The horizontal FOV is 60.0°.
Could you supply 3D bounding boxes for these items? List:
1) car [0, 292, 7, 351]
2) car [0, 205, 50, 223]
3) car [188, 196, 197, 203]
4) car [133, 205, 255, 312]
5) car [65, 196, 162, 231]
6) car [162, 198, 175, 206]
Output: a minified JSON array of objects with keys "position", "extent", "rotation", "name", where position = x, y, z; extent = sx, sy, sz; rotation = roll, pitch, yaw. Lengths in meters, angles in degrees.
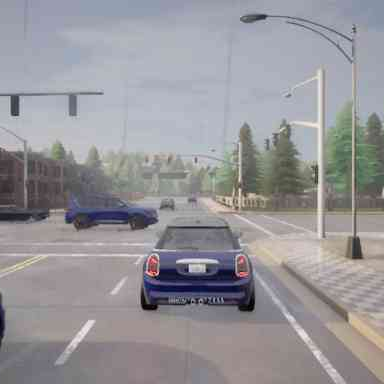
[{"position":[-3.440,1.480,2.481],"extent":[1.882,1.535,5.008],"rotation":[0,0,0],"name":"car"},{"position":[-13.231,1.624,24.910],"extent":[4.718,1.301,1.895],"rotation":[0,0,-13],"name":"car"},{"position":[0.061,1.570,68.221],"extent":[1.837,1.490,4.892],"rotation":[0,0,0],"name":"car"},{"position":[0.161,1.360,7.933],"extent":[2.097,1.767,4.553],"rotation":[0,0,2],"name":"car"},{"position":[-4.870,1.241,20.360],"extent":[5.566,2.045,2.150],"rotation":[0,0,2],"name":"car"},{"position":[-3.292,1.591,45.563],"extent":[2.033,1.411,5.357],"rotation":[0,0,-1],"name":"car"}]
